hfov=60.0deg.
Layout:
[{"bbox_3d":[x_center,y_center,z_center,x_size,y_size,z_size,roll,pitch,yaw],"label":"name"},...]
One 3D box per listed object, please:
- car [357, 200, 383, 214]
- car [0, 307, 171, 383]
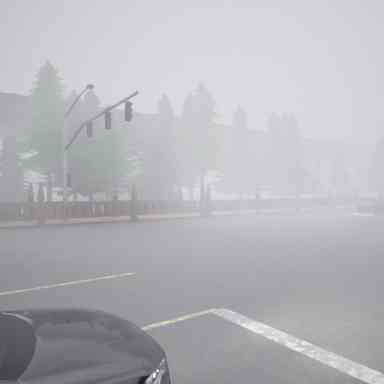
[{"bbox_3d":[19.174,1.512,34.975,4.181,1.385,1.994,0,0,-36],"label":"car"},{"bbox_3d":[-2.404,1.491,2.051,4.902,1.511,2.128,0,0,-35],"label":"car"}]
